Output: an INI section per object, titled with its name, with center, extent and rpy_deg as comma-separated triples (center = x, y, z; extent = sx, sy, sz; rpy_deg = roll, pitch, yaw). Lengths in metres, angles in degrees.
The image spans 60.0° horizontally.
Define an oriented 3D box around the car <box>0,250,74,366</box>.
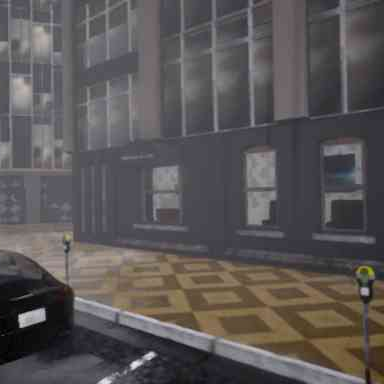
[car]
center = -3.678, 1.623, 5.356
extent = 4.313, 1.339, 1.947
rpy_deg = -1, -1, 36
